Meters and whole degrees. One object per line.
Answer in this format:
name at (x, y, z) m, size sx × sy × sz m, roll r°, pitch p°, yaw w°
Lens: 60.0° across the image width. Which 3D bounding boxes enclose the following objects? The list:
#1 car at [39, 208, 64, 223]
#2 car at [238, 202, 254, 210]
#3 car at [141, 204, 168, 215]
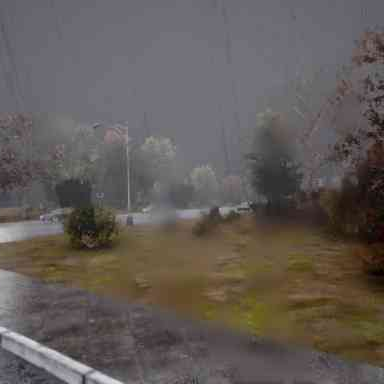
car at (-13.961, 2.439, 35.755) m, size 2.128 × 1.511 × 4.902 m, roll -3°, pitch -2°, yaw 33°
car at (8.652, 2.206, 51.479) m, size 1.994 × 1.385 × 4.181 m, roll -3°, pitch -2°, yaw 32°
car at (-5.446, 2.515, 49.145) m, size 2.128 × 1.511 × 4.902 m, roll -3°, pitch -2°, yaw 32°
